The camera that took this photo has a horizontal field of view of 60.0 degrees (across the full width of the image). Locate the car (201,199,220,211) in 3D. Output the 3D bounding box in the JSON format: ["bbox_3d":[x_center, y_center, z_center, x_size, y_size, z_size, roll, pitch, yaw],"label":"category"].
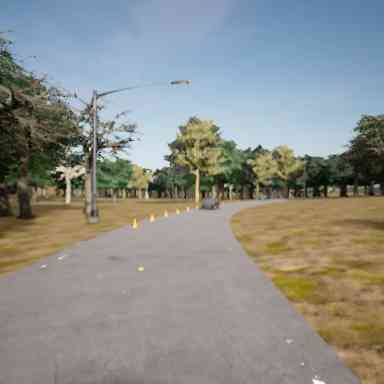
[{"bbox_3d":[2.505,1.618,44.448,1.882,1.535,5.008,0,0,15],"label":"car"}]

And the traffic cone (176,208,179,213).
[{"bbox_3d":[-1.610,2.068,36.973,0.340,0.580,0.340,0,0,11],"label":"traffic cone"}]

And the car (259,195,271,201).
[{"bbox_3d":[18.469,1.437,83.308,1.812,1.442,4.674,1,1,33],"label":"car"}]

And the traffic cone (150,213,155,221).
[{"bbox_3d":[-3.219,2.026,26.897,0.340,0.580,0.340,0,0,7],"label":"traffic cone"}]

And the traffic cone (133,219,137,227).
[{"bbox_3d":[-3.738,2.008,21.820,0.340,0.580,0.340,0,0,5],"label":"traffic cone"}]

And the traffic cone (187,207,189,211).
[{"bbox_3d":[-0.521,2.082,41.958,0.340,0.580,0.340,0,0,13],"label":"traffic cone"}]
